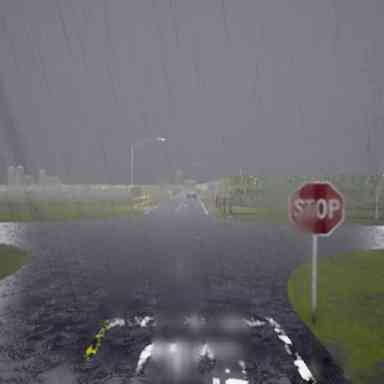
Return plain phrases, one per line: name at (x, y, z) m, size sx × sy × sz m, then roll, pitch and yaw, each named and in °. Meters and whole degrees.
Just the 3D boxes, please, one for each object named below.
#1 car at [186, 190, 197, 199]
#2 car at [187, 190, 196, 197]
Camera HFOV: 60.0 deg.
car at (-0.048, 0.452, 64.339) m, size 2.097 × 1.767 × 4.553 m, roll 0°, pitch 1°, yaw 0°
car at (-0.056, 0.337, 74.406) m, size 1.994 × 1.385 × 4.181 m, roll 0°, pitch 1°, yaw 0°
